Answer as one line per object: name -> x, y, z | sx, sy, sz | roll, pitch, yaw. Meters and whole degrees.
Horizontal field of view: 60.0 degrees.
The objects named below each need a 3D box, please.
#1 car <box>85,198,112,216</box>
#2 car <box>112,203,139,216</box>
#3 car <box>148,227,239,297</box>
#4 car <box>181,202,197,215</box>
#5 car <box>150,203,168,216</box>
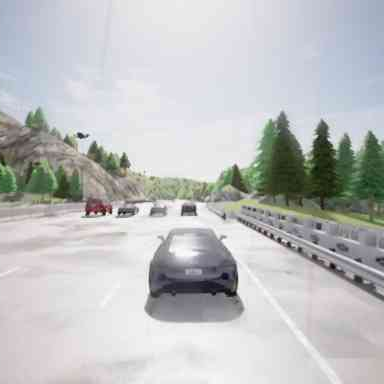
car -> -10.859, 1.708, 39.164 | 2.150, 2.045, 5.566 | 0, 0, -1
car -> -7.350, 2.007, 38.622 | 2.033, 1.411, 5.357 | 0, -1, -1
car -> 0.010, 1.613, 8.778 | 1.994, 1.385, 4.181 | 0, 0, -1
car -> -0.374, 1.930, 40.684 | 1.882, 1.535, 5.008 | 0, -1, -1
car -> -3.853, 1.995, 39.025 | 2.033, 1.411, 5.357 | 0, -1, -1
